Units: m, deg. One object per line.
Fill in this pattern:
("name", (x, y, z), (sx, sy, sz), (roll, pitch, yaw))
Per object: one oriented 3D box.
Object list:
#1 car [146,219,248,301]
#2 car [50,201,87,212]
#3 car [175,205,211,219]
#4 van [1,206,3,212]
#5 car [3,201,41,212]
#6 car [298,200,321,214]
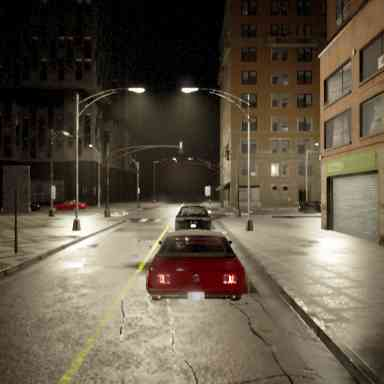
("car", (0.081, 1.599, 8.261), (1.895, 1.301, 4.718), (0, 0, 0))
("car", (-14.554, 1.693, 39.299), (4.206, 1.307, 1.802), (0, 0, 0))
("car", (0.058, 1.470, 18.409), (1.882, 1.535, 5.008), (0, 0, 0))
("van", (-20.186, 1.419, 30.769), (3.998, 1.788, 1.690), (0, 0, 0))
("car", (-20.202, 1.717, 39.293), (4.313, 1.339, 1.947), (0, 0, 0))
("car", (12.040, 1.408, 30.805), (4.313, 1.339, 1.947), (0, 0, 0))
